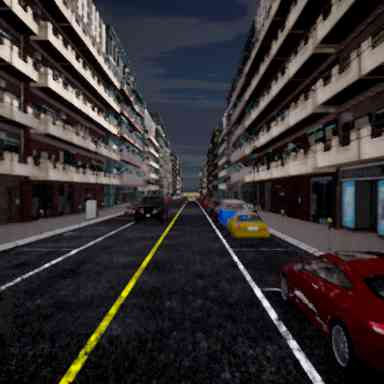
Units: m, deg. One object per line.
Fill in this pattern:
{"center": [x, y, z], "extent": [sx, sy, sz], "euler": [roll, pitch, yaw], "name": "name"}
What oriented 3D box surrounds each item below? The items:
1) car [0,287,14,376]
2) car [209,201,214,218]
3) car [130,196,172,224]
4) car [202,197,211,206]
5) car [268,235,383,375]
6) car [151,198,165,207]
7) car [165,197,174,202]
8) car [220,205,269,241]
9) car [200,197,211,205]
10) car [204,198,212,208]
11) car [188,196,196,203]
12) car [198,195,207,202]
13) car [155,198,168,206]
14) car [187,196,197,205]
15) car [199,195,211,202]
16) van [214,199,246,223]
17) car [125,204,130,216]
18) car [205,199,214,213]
{"center": [-3.091, 1.511, 2.125], "extent": [1.837, 1.490, 4.892], "euler": [0, 0, 0], "name": "car"}
{"center": [2.677, 1.682, 28.129], "extent": [1.802, 1.307, 4.206], "euler": [-1, 0, 0], "name": "car"}
{"center": [-3.044, 1.313, 26.076], "extent": [2.150, 2.045, 5.566], "euler": [0, 0, 0], "name": "car"}
{"center": [2.672, 1.715, 45.183], "extent": [1.887, 1.381, 4.507], "euler": [-1, 0, 0], "name": "car"}
{"center": [2.681, 1.600, 5.390], "extent": [1.802, 1.307, 4.206], "euler": [-1, 0, 0], "name": "car"}
{"center": [-5.710, 1.743, 56.384], "extent": [1.752, 1.417, 4.829], "euler": [-1, 0, 0], "name": "car"}
{"center": [-5.716, 1.904, 84.978], "extent": [1.887, 1.381, 4.507], "euler": [-1, 0, 0], "name": "car"}
{"center": [2.678, 1.583, 16.930], "extent": [1.752, 1.417, 4.829], "euler": [-1, 0, 0], "name": "car"}
{"center": [2.668, 1.825, 67.922], "extent": [2.008, 1.369, 4.403], "euler": [-1, 0, 0], "name": "car"}
{"center": [2.674, 1.728, 39.498], "extent": [1.802, 1.307, 4.206], "euler": [-1, 0, 0], "name": "car"}
{"center": [-0.014, 1.658, 75.159], "extent": [1.882, 1.535, 5.008], "euler": [0, 0, 0], "name": "car"}
{"center": [2.661, 1.676, 84.977], "extent": [2.192, 1.841, 5.009], "euler": [-1, 0, 0], "name": "car"}
{"center": [-5.711, 1.796, 62.239], "extent": [2.008, 1.369, 4.403], "euler": [-1, 0, 0], "name": "car"}
{"center": [-0.012, 1.861, 65.187], "extent": [1.895, 1.301, 4.718], "euler": [0, 0, 0], "name": "car"}
{"center": [2.666, 1.562, 62.238], "extent": [2.192, 1.841, 5.009], "euler": [-1, 0, 0], "name": "car"}
{"center": [2.675, 1.419, 22.445], "extent": [1.690, 1.788, 3.998], "euler": [-1, 0, 0], "name": "van"}
{"center": [-5.704, 1.702, 33.814], "extent": [1.802, 1.307, 4.206], "euler": [-1, 0, 0], "name": "car"}
{"center": [2.675, 1.688, 33.814], "extent": [1.947, 1.339, 4.313], "euler": [-1, 0, 0], "name": "car"}
